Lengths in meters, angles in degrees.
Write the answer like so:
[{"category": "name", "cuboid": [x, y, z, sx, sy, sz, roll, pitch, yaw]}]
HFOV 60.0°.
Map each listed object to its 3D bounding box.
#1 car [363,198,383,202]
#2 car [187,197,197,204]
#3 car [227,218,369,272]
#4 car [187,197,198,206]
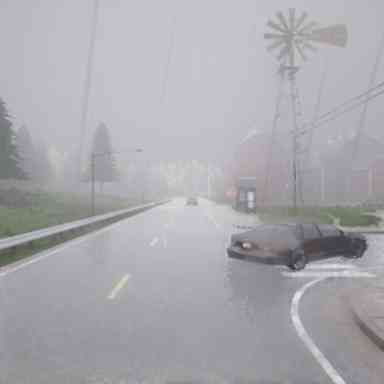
[{"category": "car", "cuboid": [27.461, 1.661, 50.601, 1.816, 1.474, 4.193, 0, 0, 0]}, {"category": "car", "cuboid": [0.013, 1.697, 67.955, 1.837, 1.490, 4.892, 0, 0, 0]}, {"category": "car", "cuboid": [3.647, 1.582, 10.981, 5.357, 1.411, 2.033, 0, 0, -35]}, {"category": "car", "cuboid": [0.011, 1.668, 57.579, 2.128, 1.511, 4.902, 0, 0, 0]}]
